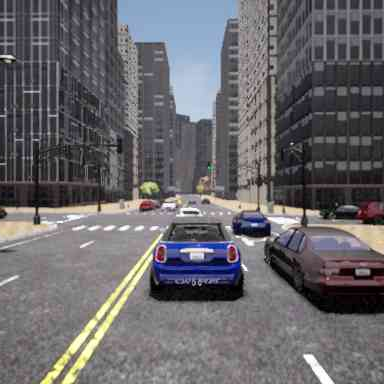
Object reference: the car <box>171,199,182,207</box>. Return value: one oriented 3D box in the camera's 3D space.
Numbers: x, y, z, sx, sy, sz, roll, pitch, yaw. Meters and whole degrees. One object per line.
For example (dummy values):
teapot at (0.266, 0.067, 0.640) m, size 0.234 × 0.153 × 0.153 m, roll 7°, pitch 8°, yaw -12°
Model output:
car at (-3.176, 2.184, 68.286) m, size 1.882 × 1.535 × 5.008 m, roll 0°, pitch -1°, yaw 0°

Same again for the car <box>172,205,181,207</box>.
car at (-0.210, 1.782, 22.059) m, size 1.812 × 1.442 × 4.674 m, roll 0°, pitch -1°, yaw -5°

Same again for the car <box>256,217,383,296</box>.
car at (3.357, 1.646, 9.041) m, size 2.033 × 1.411 × 5.357 m, roll 0°, pitch -1°, yaw 0°

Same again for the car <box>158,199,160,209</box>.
car at (-6.513, 2.158, 58.553) m, size 2.033 × 1.411 × 5.357 m, roll 0°, pitch -1°, yaw 0°

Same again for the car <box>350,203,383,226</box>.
car at (16.230, 1.828, 27.395) m, size 5.009 × 1.841 × 2.192 m, roll 0°, pitch 0°, yaw 1°

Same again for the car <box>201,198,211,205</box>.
car at (3.336, 2.312, 79.037) m, size 1.837 × 1.490 × 4.892 m, roll 0°, pitch -1°, yaw 0°

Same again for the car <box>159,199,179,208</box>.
car at (-3.289, 2.034, 48.379) m, size 1.812 × 1.442 × 4.674 m, roll 0°, pitch -1°, yaw 0°

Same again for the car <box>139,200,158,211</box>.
car at (-6.538, 1.988, 48.627) m, size 1.882 × 1.535 × 5.008 m, roll 0°, pitch -1°, yaw 0°

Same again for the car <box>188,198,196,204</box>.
car at (0.097, 2.444, 88.619) m, size 2.033 × 1.411 × 5.357 m, roll 0°, pitch -1°, yaw 0°

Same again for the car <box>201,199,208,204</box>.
car at (3.348, 2.503, 89.058) m, size 1.895 × 1.301 × 4.718 m, roll 0°, pitch -1°, yaw 0°

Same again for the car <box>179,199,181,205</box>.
car at (-3.264, 2.153, 58.070) m, size 2.033 × 1.411 × 5.357 m, roll 0°, pitch -1°, yaw 0°

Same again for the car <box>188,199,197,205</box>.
car at (0.085, 2.331, 78.400) m, size 2.128 × 1.511 × 4.902 m, roll 0°, pitch -1°, yaw 0°

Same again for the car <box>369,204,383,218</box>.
car at (21.848, 2.045, 35.673) m, size 4.829 × 1.417 × 1.752 m, roll 0°, pitch 0°, yaw 1°

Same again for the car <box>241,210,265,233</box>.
car at (3.534, 1.780, 20.136) m, size 1.994 × 1.385 × 4.181 m, roll 0°, pitch -1°, yaw 4°

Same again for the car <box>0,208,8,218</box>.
car at (-19.360, 1.752, 30.609) m, size 4.181 × 1.385 × 1.994 m, roll 1°, pitch 0°, yaw 1°

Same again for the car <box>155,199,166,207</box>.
car at (-6.426, 2.191, 68.923) m, size 1.882 × 1.535 × 5.008 m, roll 0°, pitch -1°, yaw 0°

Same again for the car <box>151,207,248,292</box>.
car at (0.109, 1.453, 9.405) m, size 2.097 × 1.767 × 4.553 m, roll 0°, pitch -1°, yaw 0°

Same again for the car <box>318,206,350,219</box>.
car at (15.191, 2.076, 33.184) m, size 4.718 × 1.301 × 1.895 m, roll 0°, pitch 0°, yaw 1°
